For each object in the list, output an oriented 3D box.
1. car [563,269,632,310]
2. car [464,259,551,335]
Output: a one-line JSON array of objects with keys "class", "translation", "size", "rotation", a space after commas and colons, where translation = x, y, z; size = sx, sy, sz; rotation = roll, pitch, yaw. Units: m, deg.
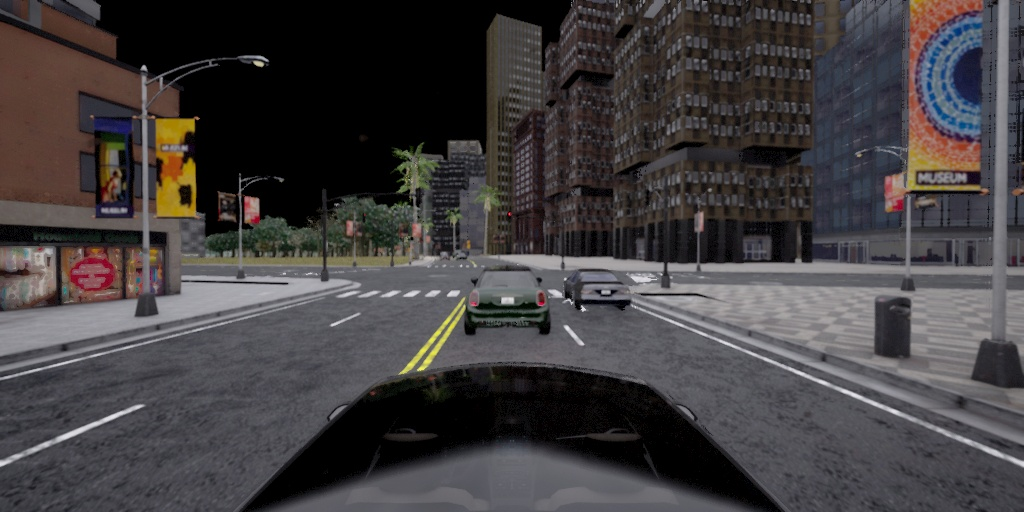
[{"class": "car", "translation": [3.164, 1.205, 14.179], "size": [2.033, 1.411, 5.357], "rotation": [0, 0, 2]}, {"class": "car", "translation": [-0.153, 1.037, 10.454], "size": [2.097, 1.767, 4.553], "rotation": [0, 0, -1]}]
